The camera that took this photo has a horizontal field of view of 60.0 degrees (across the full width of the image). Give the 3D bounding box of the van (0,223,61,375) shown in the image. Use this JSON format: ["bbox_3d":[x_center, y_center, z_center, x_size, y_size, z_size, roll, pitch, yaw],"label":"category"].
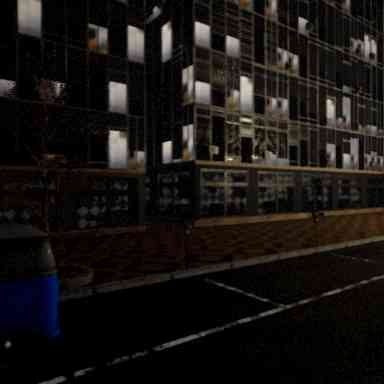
[{"bbox_3d":[-3.679,1.347,3.934,3.998,1.788,1.690,0,0,-35],"label":"van"}]
